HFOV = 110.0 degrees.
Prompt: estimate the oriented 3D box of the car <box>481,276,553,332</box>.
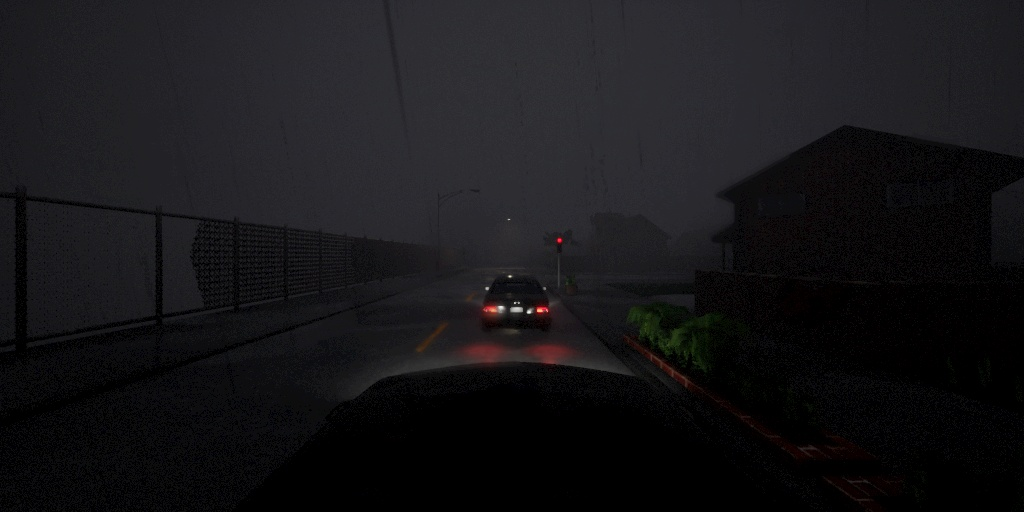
[{"bbox_3d":[0.118,1.297,10.852,2.033,1.411,5.357,0,0,0],"label":"car"}]
